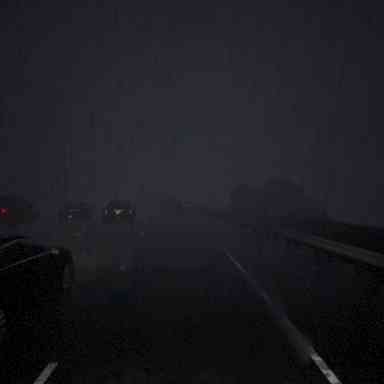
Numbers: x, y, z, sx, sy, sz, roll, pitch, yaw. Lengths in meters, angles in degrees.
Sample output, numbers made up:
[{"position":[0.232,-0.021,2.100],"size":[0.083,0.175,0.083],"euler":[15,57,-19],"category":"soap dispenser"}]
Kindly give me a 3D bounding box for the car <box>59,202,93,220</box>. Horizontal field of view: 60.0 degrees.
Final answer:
[{"position":[-8.944,1.524,25.868],"size":[2.128,1.511,4.902],"euler":[0,0,-8],"category":"car"}]

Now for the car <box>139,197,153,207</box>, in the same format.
[{"position":[-7.432,1.528,52.762],"size":[1.882,1.535,5.008],"euler":[0,0,-17],"category":"car"}]

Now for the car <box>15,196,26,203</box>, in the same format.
[{"position":[-37.149,1.597,72.115],"size":[1.994,1.385,4.181],"euler":[0,0,-23],"category":"car"}]

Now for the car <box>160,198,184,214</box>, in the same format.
[{"position":[-2.239,1.381,35.614],"size":[2.097,1.767,4.553],"euler":[0,0,-11],"category":"car"}]

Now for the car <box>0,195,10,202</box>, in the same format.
[{"position":[-41.624,1.432,73.384],"size":[2.033,1.411,5.357],"euler":[0,0,-25],"category":"car"}]

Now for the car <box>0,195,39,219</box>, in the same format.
[{"position":[-11.889,1.255,21.751],"size":[2.150,2.045,5.566],"euler":[0,0,-7],"category":"car"}]

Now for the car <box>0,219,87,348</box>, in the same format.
[{"position":[-3.624,1.501,5.881],"size":[2.128,1.511,4.902],"euler":[0,0,-2],"category":"car"}]

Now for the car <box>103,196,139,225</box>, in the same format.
[{"position":[-5.190,1.378,24.262],"size":[2.097,1.767,4.553],"euler":[0,0,-7],"category":"car"}]
